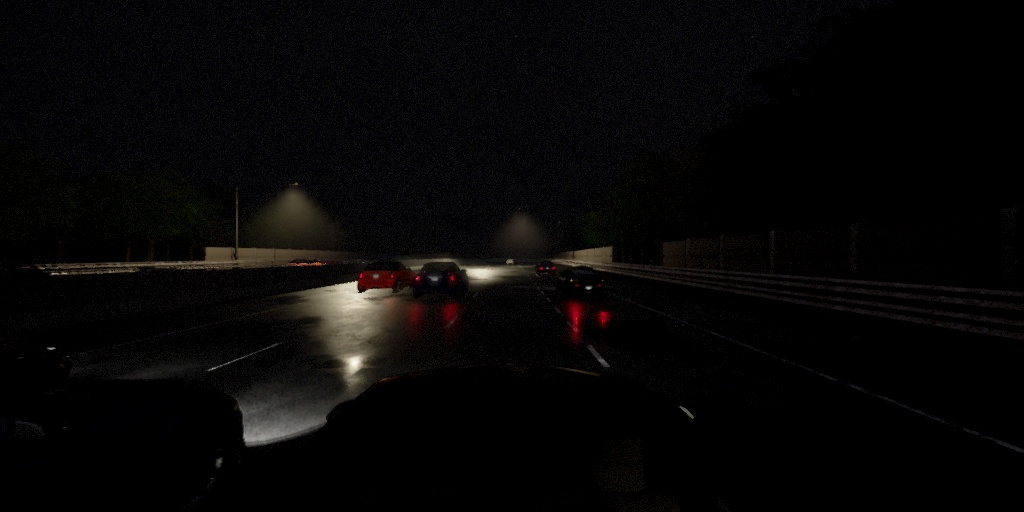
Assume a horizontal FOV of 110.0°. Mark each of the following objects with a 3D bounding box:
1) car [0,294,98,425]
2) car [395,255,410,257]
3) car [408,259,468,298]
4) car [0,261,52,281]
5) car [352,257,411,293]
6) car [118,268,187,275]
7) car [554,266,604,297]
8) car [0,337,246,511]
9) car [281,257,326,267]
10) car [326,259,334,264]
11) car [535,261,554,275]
[{"bbox_3d":[-6.937,1.276,2.895,1.812,1.442,4.674,0,0,0],"label":"car"},{"bbox_3d":[-17.861,0.873,57.843,2.150,2.045,5.566,0,0,0],"label":"car"},{"bbox_3d":[-3.496,1.085,18.308,2.097,1.767,4.553,0,0,0],"label":"car"},{"bbox_3d":[-24.687,1.090,16.490,2.097,1.767,4.553,0,0,0],"label":"car"},{"bbox_3d":[-7.007,1.080,20.558,2.097,1.767,4.553,0,0,0],"label":"car"},{"bbox_3d":[-17.693,1.283,17.589,2.033,1.411,5.357,0,0,0],"label":"car"},{"bbox_3d":[3.500,1.258,18.704,1.812,1.442,4.674,0,0,0],"label":"car"},{"bbox_3d":[-3.419,1.314,1.533,1.994,1.385,4.181,0,0,0],"label":"car"},{"bbox_3d":[-21.278,1.020,36.264,2.097,1.767,4.553,0,0,0],"label":"car"},{"bbox_3d":[-28.339,1.204,53.526,1.994,1.385,4.181,0,0,0],"label":"car"},{"bbox_3d":[3.419,1.212,37.009,2.033,1.411,5.357,0,0,0],"label":"car"}]
